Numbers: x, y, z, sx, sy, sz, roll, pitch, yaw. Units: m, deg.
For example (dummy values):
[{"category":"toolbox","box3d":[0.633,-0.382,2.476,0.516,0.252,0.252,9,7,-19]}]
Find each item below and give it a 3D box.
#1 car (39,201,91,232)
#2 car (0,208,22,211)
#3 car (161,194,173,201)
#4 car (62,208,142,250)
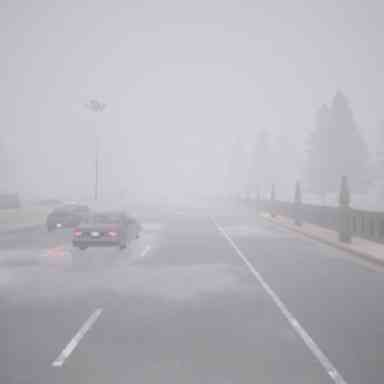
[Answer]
[{"category":"car","box3d":[-6.898,1.468,19.694,1.837,1.490,4.892,0,0,0]},{"category":"car","box3d":[-17.598,1.163,30.004,2.150,2.045,5.566,0,0,0]},{"category":"car","box3d":[-6.076,1.326,80.931,1.882,1.535,5.008,0,0,-21]},{"category":"car","box3d":[-3.399,1.521,14.171,2.033,1.411,5.357,0,0,0]}]
